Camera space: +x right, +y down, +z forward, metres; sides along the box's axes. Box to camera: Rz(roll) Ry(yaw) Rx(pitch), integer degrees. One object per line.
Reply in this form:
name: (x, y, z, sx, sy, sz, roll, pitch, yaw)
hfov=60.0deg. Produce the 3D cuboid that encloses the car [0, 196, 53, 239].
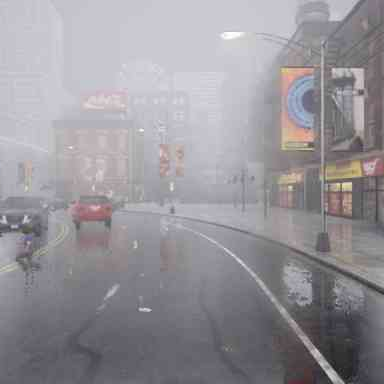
car: (-8.946, 1.221, 17.776, 2.150, 2.045, 5.566, 0, 0, -19)

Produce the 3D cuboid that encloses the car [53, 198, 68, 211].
car: (-16.839, 1.505, 40.418, 4.892, 1.490, 1.837, 0, 0, 38)

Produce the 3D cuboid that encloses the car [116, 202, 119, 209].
car: (-9.435, 1.601, 33.173, 1.895, 1.301, 4.718, 0, 0, -38)

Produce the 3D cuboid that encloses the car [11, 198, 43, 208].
car: (-24.241, 1.595, 48.863, 4.718, 1.301, 1.895, 0, 0, 29)

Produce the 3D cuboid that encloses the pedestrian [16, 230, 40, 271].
pedestrian: (-4.587, 1.574, 9.323, 0.375, 1.300, 0.375, 0, 0, -3)

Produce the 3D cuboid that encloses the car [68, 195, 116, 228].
car: (-6.925, 1.216, 22.615, 2.150, 2.045, 5.566, 0, -1, -23)
